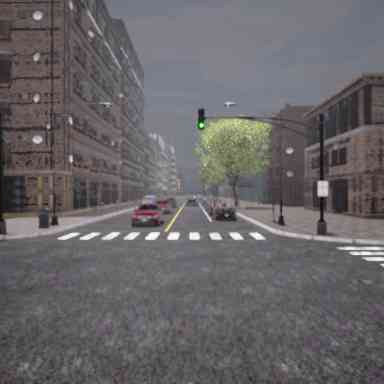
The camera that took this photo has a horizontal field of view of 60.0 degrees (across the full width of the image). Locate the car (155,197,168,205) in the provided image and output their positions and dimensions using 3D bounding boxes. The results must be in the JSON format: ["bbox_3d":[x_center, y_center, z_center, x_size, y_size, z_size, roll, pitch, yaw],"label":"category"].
[{"bbox_3d":[-5.695,1.647,62.107,1.947,1.339,4.313,0,0,0],"label":"car"}]

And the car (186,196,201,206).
[{"bbox_3d":[-0.002,1.556,54.691,2.128,1.511,4.902,0,0,0],"label":"car"}]

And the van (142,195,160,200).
[{"bbox_3d":[-5.694,1.388,45.017,1.690,1.788,3.998,0,0,0],"label":"van"}]

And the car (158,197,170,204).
[{"bbox_3d":[-5.696,1.646,67.803,2.008,1.369,4.403,0,0,0],"label":"car"}]

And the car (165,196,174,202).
[{"bbox_3d":[-5.697,1.666,84.724,1.752,1.417,4.829,0,0,0],"label":"car"}]

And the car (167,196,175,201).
[{"bbox_3d":[-5.697,1.702,90.592,1.887,1.381,4.507,0,0,0],"label":"car"}]

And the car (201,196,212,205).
[{"bbox_3d":[2.685,1.521,62.106,1.967,1.590,4.097,0,0,0],"label":"car"}]

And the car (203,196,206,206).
[{"bbox_3d":[2.687,1.478,39.318,1.967,1.590,4.097,0,0,0],"label":"car"}]

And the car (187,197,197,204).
[{"bbox_3d":[-0.003,1.653,65.114,1.994,1.385,4.181,0,0,0],"label":"car"}]

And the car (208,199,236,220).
[{"bbox_3d":[2.688,1.573,27.925,2.008,1.369,4.403,0,0,0],"label":"car"}]

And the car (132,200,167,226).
[{"bbox_3d":[-3.072,1.542,23.621,1.812,1.442,4.674,0,0,0],"label":"car"}]

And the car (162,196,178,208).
[{"bbox_3d":[-3.099,1.555,48.134,1.837,1.490,4.892,0,0,-3],"label":"car"}]

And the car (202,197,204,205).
[{"bbox_3d":[2.687,1.629,45.016,1.802,1.307,4.206,0,0,0],"label":"car"}]

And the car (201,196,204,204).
[{"bbox_3d":[2.686,1.619,56.409,2.008,1.369,4.403,0,0,0],"label":"car"}]

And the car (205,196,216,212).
[{"bbox_3d":[2.688,1.470,33.622,1.967,1.590,4.097,0,0,0],"label":"car"}]

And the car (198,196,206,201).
[{"bbox_3d":[2.683,1.708,90.590,2.008,1.369,4.403,0,0,0],"label":"car"}]

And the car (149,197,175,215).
[{"bbox_3d":[-3.076,1.557,34.687,1.812,1.442,4.674,0,0,0],"label":"car"}]
